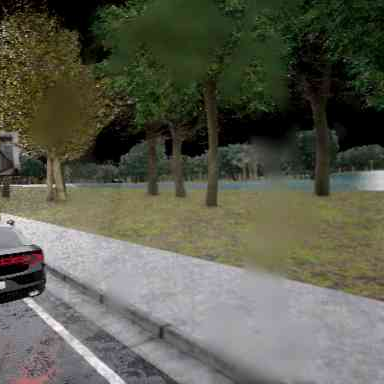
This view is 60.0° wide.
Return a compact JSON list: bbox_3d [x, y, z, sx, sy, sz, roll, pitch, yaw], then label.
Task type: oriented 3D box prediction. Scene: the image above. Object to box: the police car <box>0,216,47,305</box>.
[{"bbox_3d":[-4.898,1.353,7.472,1.930,1.638,5.238,-4,2,-40],"label":"police car"}]
